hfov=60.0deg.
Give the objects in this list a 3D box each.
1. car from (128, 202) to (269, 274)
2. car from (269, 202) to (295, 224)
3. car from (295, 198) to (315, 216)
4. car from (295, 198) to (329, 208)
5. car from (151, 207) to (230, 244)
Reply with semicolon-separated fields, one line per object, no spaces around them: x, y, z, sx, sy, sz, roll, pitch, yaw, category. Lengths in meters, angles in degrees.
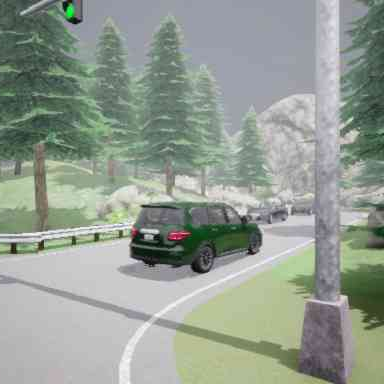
0.386;1.351;11.021;2.150;2.045;5.566;0;-1;35;car
5.731;1.507;25.108;2.128;1.511;4.902;0;0;35;car
11.316;1.520;33.664;1.837;1.490;4.892;0;0;28;car
18.111;1.622;50.428;1.895;1.301;4.718;0;0;-27;car
0.084;1.579;16.921;1.994;1.385;4.181;0;0;35;car
